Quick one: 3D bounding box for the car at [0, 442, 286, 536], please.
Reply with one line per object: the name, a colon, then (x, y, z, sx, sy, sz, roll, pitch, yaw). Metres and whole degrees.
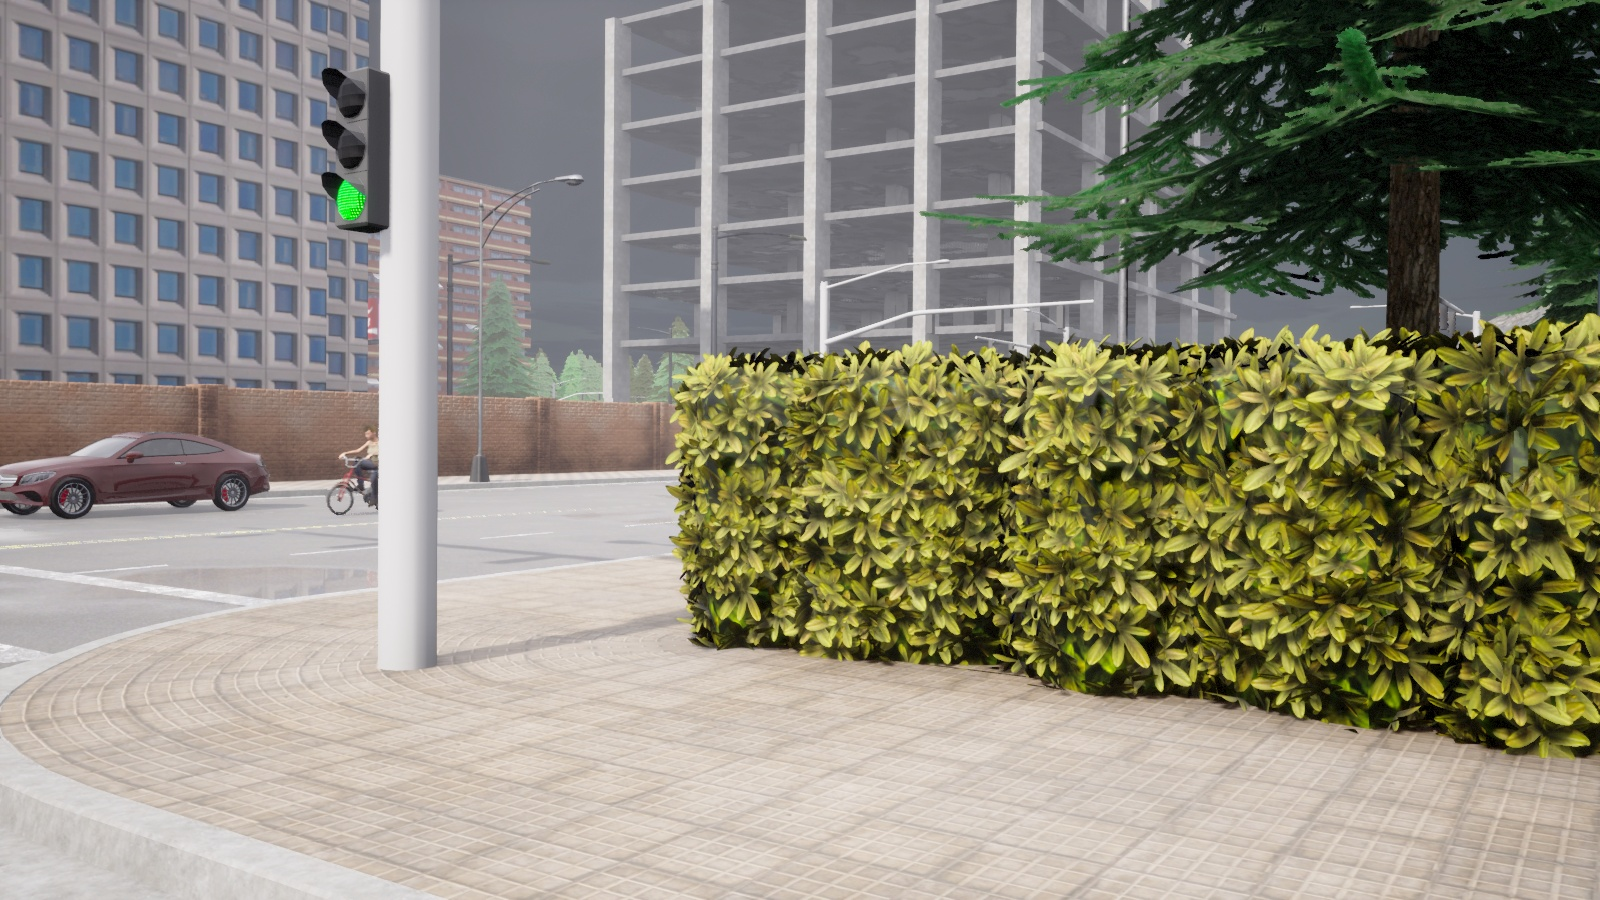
car: (-11.841, 0.613, 22.469, 1.812, 1.442, 4.674, 0, 1, 33)

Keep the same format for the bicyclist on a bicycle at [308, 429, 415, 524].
bicyclist on a bicycle: (-7.761, 0.485, 22.284, 0.866, 1.612, 1.509, 0, -3, 34)
